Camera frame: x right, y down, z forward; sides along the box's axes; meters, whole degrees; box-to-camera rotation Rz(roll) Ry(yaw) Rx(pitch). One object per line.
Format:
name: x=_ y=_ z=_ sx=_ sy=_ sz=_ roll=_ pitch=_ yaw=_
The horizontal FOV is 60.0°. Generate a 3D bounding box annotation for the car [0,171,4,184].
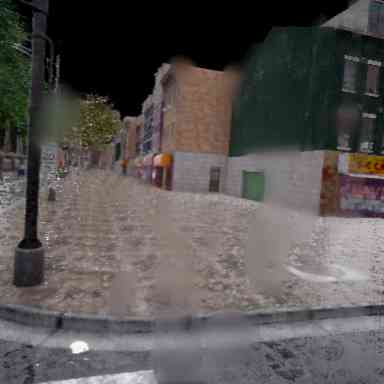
car: x=-15.661 y=-1.233 z=24.946 sx=2.033 sy=1.411 sz=5.357 roll=3 pitch=4 yaw=-16

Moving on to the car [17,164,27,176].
car: x=-20.872 y=-2.839 z=42.572 sx=1.882 sy=1.535 sz=5.008 roll=3 pitch=4 yaw=-17
